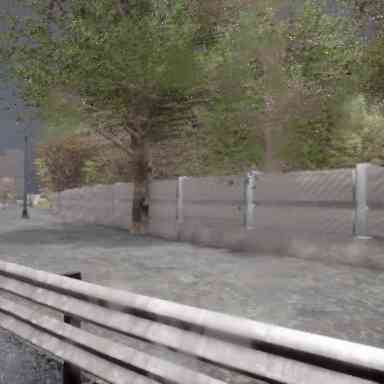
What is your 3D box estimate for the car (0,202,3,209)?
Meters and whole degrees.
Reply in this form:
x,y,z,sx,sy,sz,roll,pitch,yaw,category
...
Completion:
x,y,z,sx,sy,sz,roll,pitch,yaw,category
-34.121,2.349,56.797,2.097,1.767,4.553,1,-2,-25,car
